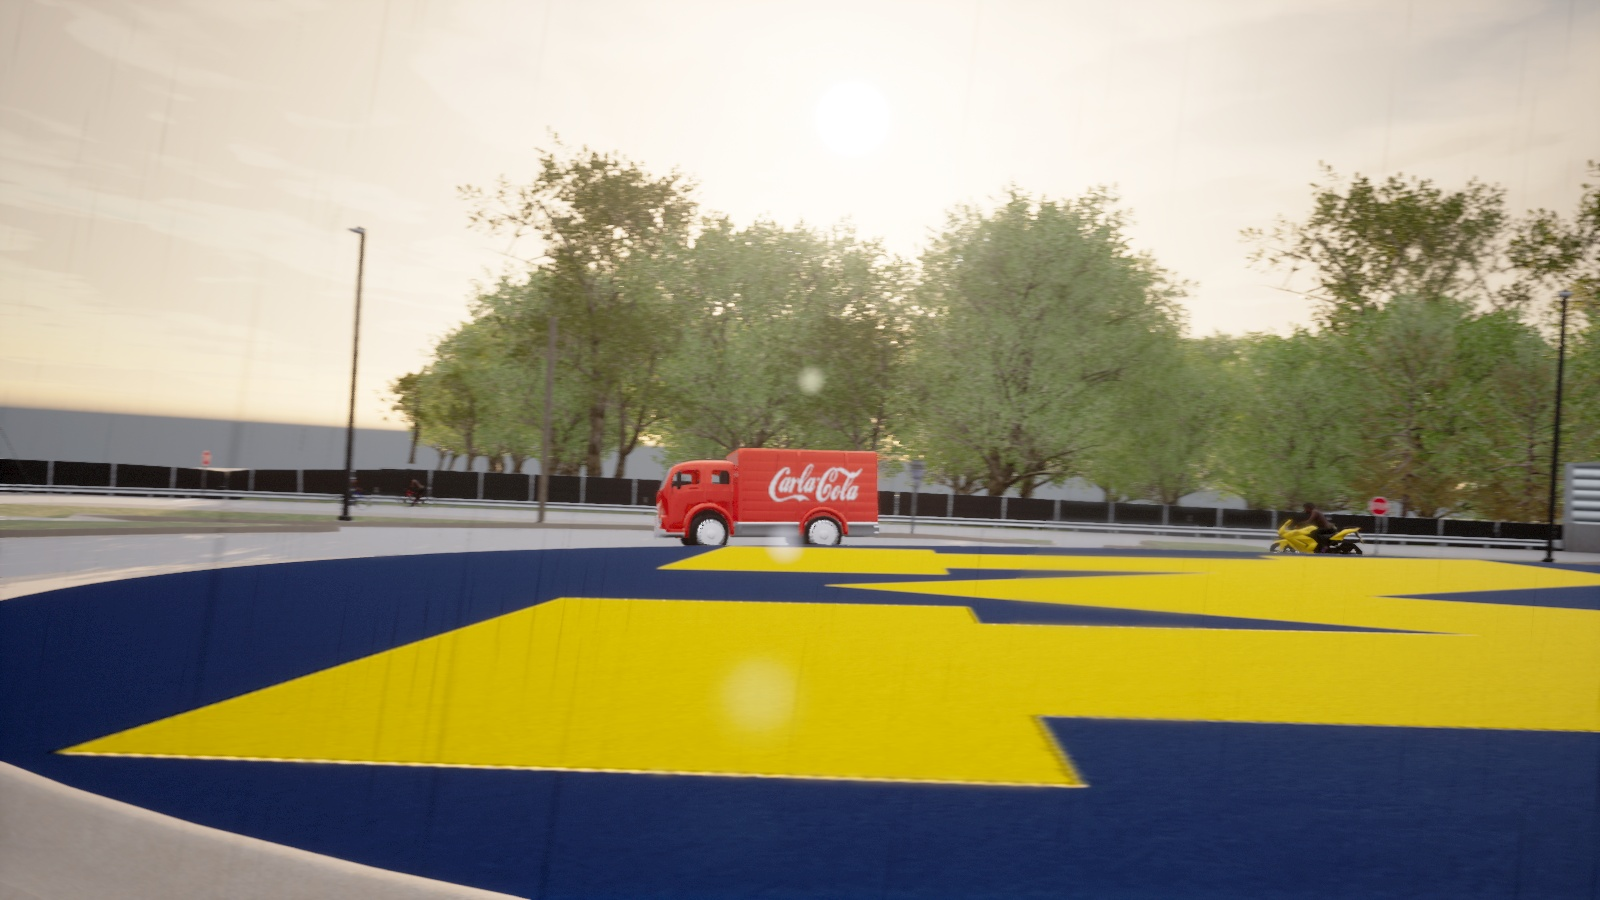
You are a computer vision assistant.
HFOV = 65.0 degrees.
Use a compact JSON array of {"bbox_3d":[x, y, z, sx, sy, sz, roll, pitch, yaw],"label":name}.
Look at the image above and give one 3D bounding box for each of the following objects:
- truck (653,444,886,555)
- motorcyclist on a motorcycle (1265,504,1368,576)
[{"bbox_3d":[-0.802,1.257,30.248,5.204,2.467,2.627,2,-5,-11],"label":"truck"},{"bbox_3d":[11.719,2.031,28.483,2.044,1.523,0.797,0,-7,31],"label":"motorcyclist on a motorcycle"}]
